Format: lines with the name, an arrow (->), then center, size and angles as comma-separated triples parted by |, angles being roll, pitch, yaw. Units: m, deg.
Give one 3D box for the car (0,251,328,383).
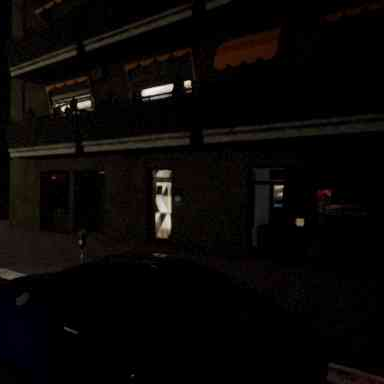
car -> -0.880, 1.478, 4.016 | 4.674, 1.442, 1.812 | 1, 1, 35
